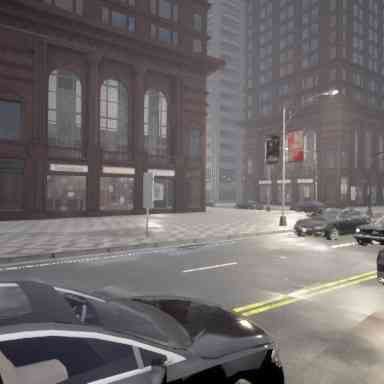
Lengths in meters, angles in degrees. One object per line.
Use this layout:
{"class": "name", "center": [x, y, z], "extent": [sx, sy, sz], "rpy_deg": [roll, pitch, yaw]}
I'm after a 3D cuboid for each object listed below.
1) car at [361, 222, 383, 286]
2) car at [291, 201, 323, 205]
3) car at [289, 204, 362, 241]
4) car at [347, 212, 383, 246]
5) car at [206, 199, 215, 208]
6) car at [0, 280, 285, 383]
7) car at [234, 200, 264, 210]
{"class": "car", "center": [6.261, 1.516, 7.904], "extent": [4.892, 1.490, 1.837], "rpy_deg": [0, 0, -35]}
{"class": "car", "center": [13.497, 1.725, 37.222], "extent": [2.033, 1.411, 5.357], "rpy_deg": [1, -1, -35]}
{"class": "car", "center": [7.158, 1.530, 16.770], "extent": [4.892, 1.490, 1.837], "rpy_deg": [0, 0, -35]}
{"class": "car", "center": [8.789, 1.625, 13.942], "extent": [4.718, 1.301, 1.895], "rpy_deg": [0, 0, -35]}
{"class": "car", "center": [1.701, 1.749, 53.808], "extent": [1.882, 1.535, 5.008], "rpy_deg": [1, -1, -35]}
{"class": "car", "center": [-1.350, 1.492, 2.476], "extent": [4.902, 1.511, 2.128], "rpy_deg": [0, 0, -36]}
{"class": "car", "center": [7.735, 1.787, 45.320], "extent": [1.994, 1.385, 4.181], "rpy_deg": [1, -1, -35]}
